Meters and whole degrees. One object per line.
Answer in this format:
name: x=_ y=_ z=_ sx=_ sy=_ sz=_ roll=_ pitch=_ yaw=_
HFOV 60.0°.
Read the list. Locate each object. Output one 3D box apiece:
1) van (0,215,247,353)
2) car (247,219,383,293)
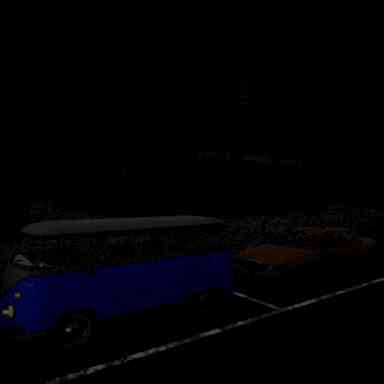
van: x=-1.122 y=1.342 z=5.847 sx=3.998 sy=1.788 sz=1.690 roll=0 pitch=0 yaw=-35
car: x=3.171 y=1.530 z=8.899 sx=4.829 sy=1.417 sz=1.752 roll=0 pitch=0 yaw=-35
